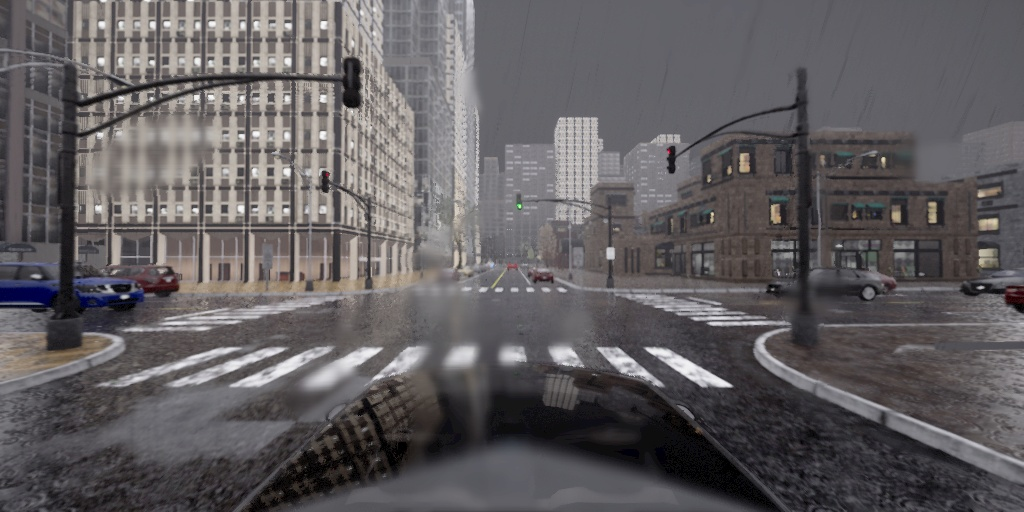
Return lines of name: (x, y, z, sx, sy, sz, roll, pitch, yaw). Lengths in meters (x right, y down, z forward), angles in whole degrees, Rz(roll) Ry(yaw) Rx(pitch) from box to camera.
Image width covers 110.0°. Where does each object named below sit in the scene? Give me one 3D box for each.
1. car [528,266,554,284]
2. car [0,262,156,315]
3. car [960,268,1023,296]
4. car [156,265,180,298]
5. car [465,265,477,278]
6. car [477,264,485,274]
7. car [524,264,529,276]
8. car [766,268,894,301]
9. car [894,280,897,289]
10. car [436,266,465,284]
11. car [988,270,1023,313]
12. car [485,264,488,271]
car: (2.731, 1.706, 32.151, 1.888, 1.381, 4.507, 0, 0, 0)
car: (-17.665, 1.238, 13.794, 5.566, 2.045, 2.150, 0, -1, -1)
car: (24.874, 1.352, 17.583, 4.181, 1.385, 1.994, 0, -1, -2)
car: (-21.099, 1.438, 19.520, 5.009, 1.841, 2.192, 0, 0, -1)
car: (-5.635, 1.840, 43.073, 1.751, 1.417, 4.829, 0, 0, 0)
car: (-5.619, 2.019, 54.324, 2.007, 1.370, 4.403, 0, 0, 0)
car: (2.746, 1.896, 43.232, 1.802, 1.307, 4.207, 0, 0, 0)
car: (15.071, 1.356, 17.441, 4.892, 1.490, 1.837, 0, -1, -1)
car: (18.972, 1.446, 20.073, 4.207, 1.307, 1.802, 0, 0, -1)
car: (-5.650, 1.743, 32.163, 1.802, 1.307, 4.207, 0, 0, 0)
car: (19.087, 1.286, 11.694, 4.507, 1.381, 1.888, 0, 0, -1)
car: (-5.612, 2.112, 59.864, 1.948, 1.339, 4.313, 0, 0, 0)
